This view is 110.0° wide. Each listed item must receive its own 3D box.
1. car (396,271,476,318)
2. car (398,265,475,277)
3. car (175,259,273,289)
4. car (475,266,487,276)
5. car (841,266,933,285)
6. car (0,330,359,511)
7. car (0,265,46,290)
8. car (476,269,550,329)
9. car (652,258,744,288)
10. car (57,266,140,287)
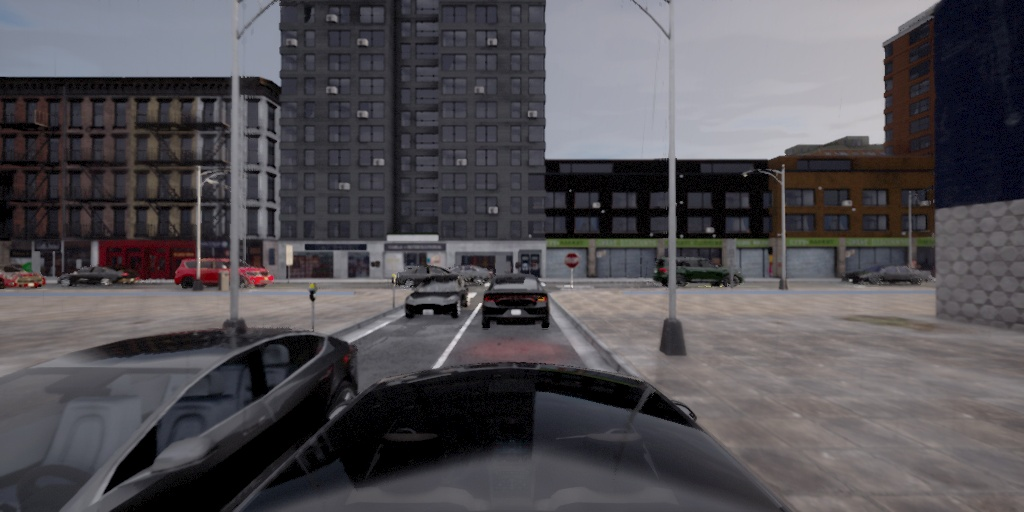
[{"bbox_3d":[-2.637,1.414,13.452,1.948,1.339,4.313,0,0,0],"label":"car"},{"bbox_3d":[-5.219,1.455,24.060,4.892,1.490,1.837,-1,0,0],"label":"car"},{"bbox_3d":[-19.244,1.207,24.067,5.566,2.045,2.150,0,0,0],"label":"car"},{"bbox_3d":[-3.855,1.454,27.009,4.902,1.511,2.128,0,0,0],"label":"car"},{"bbox_3d":[28.171,1.449,26.992,5.357,1.411,2.033,0,0,0],"label":"car"},{"bbox_3d":[-2.638,1.323,2.548,1.948,1.339,4.313,0,0,0],"label":"car"},{"bbox_3d":[-34.604,1.382,24.066,4.553,1.767,2.097,0,0,-2],"label":"car"},{"bbox_3d":[0.104,1.311,11.578,1.882,1.535,5.008,0,-1,0],"label":"car"},{"bbox_3d":[12.438,1.135,24.288,5.566,2.045,2.150,0,0,3],"label":"car"},{"bbox_3d":[-31.043,1.539,27.022,4.892,1.490,1.837,0,0,0],"label":"car"}]
